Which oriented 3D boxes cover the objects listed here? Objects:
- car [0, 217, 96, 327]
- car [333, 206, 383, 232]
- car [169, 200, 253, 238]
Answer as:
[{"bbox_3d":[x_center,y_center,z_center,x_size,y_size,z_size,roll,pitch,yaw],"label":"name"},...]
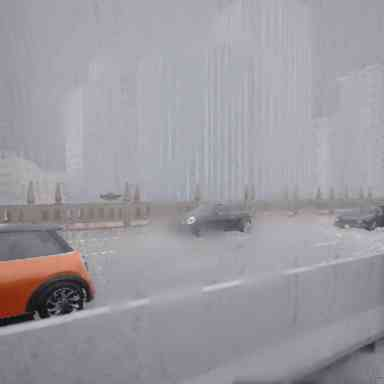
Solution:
[{"bbox_3d":[-4.041,1.352,5.407,4.553,1.767,2.097,0,0,-35],"label":"car"},{"bbox_3d":[10.921,1.547,20.346,5.357,1.411,2.033,0,0,-35],"label":"car"},{"bbox_3d":[1.031,1.351,17.612,4.553,1.767,2.097,0,0,-35],"label":"car"}]
